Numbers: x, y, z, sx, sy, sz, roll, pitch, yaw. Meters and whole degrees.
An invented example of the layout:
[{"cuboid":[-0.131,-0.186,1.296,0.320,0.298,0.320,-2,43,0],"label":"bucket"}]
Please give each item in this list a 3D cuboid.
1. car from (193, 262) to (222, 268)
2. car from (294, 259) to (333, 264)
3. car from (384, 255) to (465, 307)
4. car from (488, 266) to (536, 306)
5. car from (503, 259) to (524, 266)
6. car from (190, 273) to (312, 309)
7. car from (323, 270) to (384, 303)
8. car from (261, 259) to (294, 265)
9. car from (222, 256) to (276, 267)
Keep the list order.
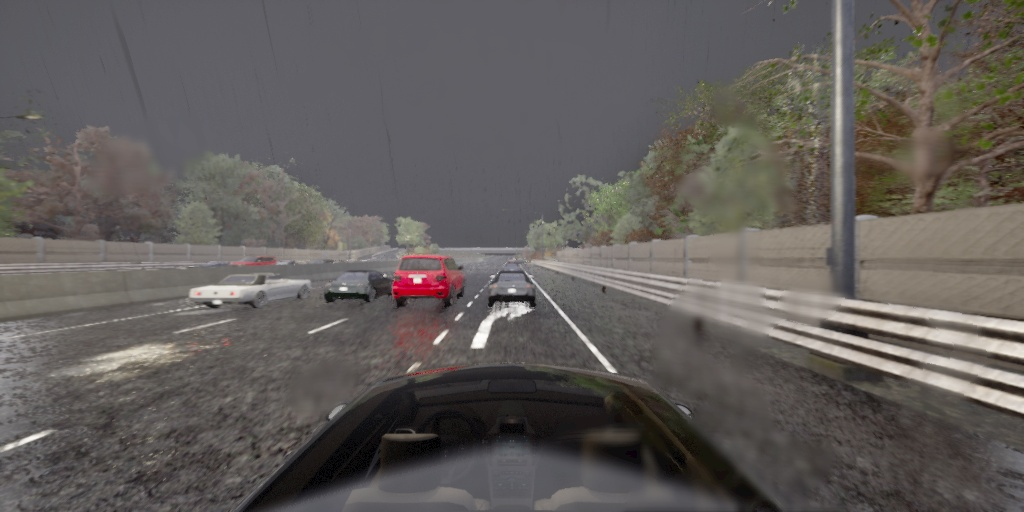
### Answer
[{"cuboid":[-31.562,1.319,38.369,2.033,1.411,5.357,0,0,1],"label":"car"},{"cuboid":[-21.073,1.132,39.045,2.097,1.767,4.553,0,0,0],"label":"car"},{"cuboid":[-3.405,0.977,15.598,2.150,2.045,5.566,0,0,0],"label":"car"},{"cuboid":[-0.003,1.323,15.929,1.994,1.385,4.181,0,0,0],"label":"car"},{"cuboid":[-0.007,1.358,38.577,1.994,1.385,4.181,0,0,0],"label":"car"},{"cuboid":[-10.400,1.351,14.881,1.895,1.301,4.718,0,0,0],"label":"car"},{"cuboid":[-6.899,1.318,16.704,1.994,1.385,4.181,0,0,0],"label":"car"},{"cuboid":[-24.569,1.304,39.087,1.812,1.442,4.674,0,0,0],"label":"car"},{"cuboid":[-28.064,0.997,39.106,2.150,2.045,5.566,0,0,0],"label":"car"}]
